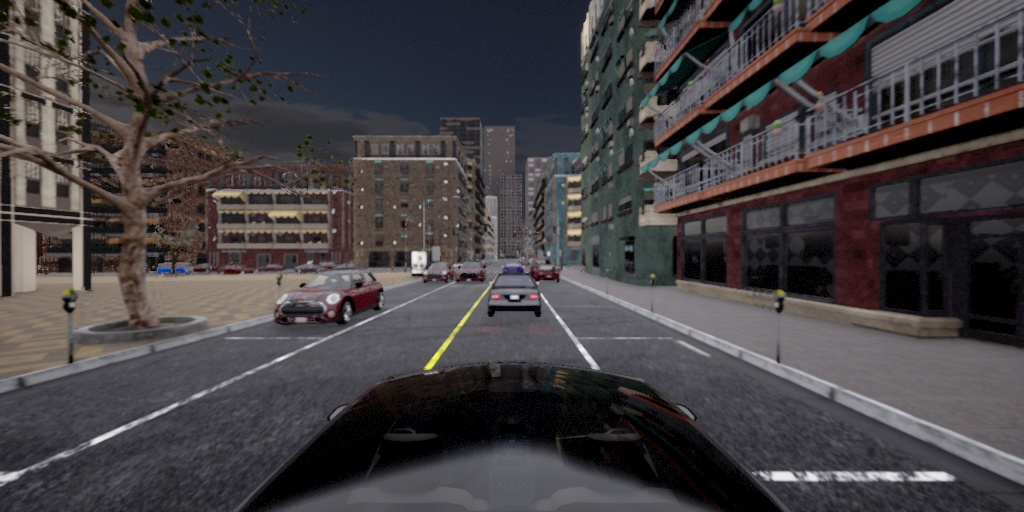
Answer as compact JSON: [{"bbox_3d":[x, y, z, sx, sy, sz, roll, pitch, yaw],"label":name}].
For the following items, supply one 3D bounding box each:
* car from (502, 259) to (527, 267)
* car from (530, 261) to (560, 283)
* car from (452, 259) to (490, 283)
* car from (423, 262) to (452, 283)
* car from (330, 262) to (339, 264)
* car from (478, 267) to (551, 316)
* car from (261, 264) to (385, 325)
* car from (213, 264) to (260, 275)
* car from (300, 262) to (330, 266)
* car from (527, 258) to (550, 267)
[{"bbox_3d":[0.098,1.274,32.280,1.882,1.535,5.008,0,0,0],"label":"car"},{"bbox_3d":[2.693,1.334,28.248,1.888,1.381,4.507,0,0,0],"label":"car"},{"bbox_3d":[-3.089,1.140,27.933,2.097,1.767,4.553,0,0,0],"label":"car"},{"bbox_3d":[-5.688,1.228,28.250,1.967,1.591,4.097,0,0,0],"label":"car"},{"bbox_3d":[-22.387,1.716,50.076,4.403,1.370,2.007,0,0,0],"label":"car"},{"bbox_3d":[0.088,1.313,13.484,2.033,1.411,5.357,0,0,0],"label":"car"},{"bbox_3d":[-5.690,1.202,11.668,1.967,1.591,4.097,0,0,0],"label":"car"},{"bbox_3d":[-38.385,1.943,50.008,4.507,1.381,1.888,0,0,0],"label":"car"},{"bbox_3d":[-27.956,1.797,50.036,4.403,1.370,2.007,0,0,0],"label":"car"},{"bbox_3d":[2.694,1.113,33.776,2.192,1.841,5.009,0,0,0],"label":"car"}]
